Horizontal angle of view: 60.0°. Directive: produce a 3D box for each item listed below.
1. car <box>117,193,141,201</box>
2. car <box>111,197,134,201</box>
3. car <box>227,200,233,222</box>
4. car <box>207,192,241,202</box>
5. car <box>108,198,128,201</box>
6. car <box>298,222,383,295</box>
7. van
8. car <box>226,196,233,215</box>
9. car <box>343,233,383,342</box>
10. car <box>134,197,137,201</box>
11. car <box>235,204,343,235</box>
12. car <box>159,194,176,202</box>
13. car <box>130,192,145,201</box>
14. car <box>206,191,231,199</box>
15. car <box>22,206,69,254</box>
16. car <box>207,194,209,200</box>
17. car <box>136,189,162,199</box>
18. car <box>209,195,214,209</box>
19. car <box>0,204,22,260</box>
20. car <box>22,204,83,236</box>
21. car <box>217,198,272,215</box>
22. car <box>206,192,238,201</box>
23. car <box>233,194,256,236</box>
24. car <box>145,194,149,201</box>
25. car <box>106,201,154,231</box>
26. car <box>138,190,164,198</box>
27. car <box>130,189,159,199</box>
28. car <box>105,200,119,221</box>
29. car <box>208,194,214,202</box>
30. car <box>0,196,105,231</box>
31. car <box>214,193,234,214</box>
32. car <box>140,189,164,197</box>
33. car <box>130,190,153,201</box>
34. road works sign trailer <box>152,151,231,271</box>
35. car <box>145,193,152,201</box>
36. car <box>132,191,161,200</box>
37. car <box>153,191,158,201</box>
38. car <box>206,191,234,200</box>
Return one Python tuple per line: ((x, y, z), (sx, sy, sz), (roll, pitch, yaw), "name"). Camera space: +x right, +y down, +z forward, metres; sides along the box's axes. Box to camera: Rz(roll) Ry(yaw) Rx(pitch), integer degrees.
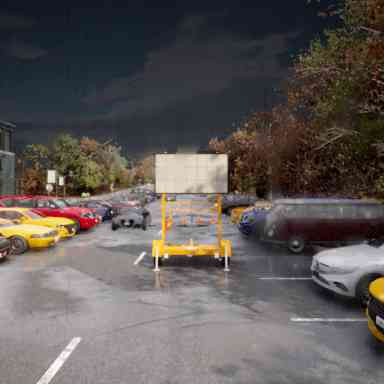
((-8.053, 1.250, 35.045), (4.553, 1.767, 2.185), (0, 1, 0), "car")
((-8.083, 1.442, 29.470), (5.008, 1.535, 2.097), (0, 1, 0), "car")
((5.008, 1.481, 21.290), (5.008, 1.535, 2.097), (0, 0, 0), "car")
((5.156, 0.863, 54.618), (5.366, 1.575, 1.946), (0, 2, 0), "car")
((-8.079, 1.463, 26.681), (5.008, 1.535, 2.097), (0, 0, 0), "car")
((5.034, 1.522, 7.242), (4.674, 1.452, 2.002), (0, 0, 0), "car")
((4.907, 1.256, 12.811), (4.442, 1.987, 1.878), (0, 0, 0), "van")
((5.041, 1.350, 24.075), (4.553, 1.767, 2.185), (0, 0, 0), "car")
((5.040, 1.481, 4.457), (5.008, 1.535, 2.097), (0, 0, 0), "car")
((-8.078, 1.453, 32.260), (4.674, 1.452, 2.002), (0, 0, 0), "car")
((5.202, 1.478, 18.382), (5.366, 1.575, 1.946), (0, 0, 0), "car")
((-3.570, 0.918, 53.556), (2.128, 1.511, 4.902), (0, 2, 0), "car")
((-8.057, 1.205, 37.824), (4.553, 1.767, 2.185), (0, 1, 0), "car")
((4.962, 0.534, 63.112), (4.674, 1.452, 2.002), (0, 3, 0), "car")
((-7.870, 1.479, 12.759), (5.366, 1.575, 1.946), (0, 0, 0), "car")
((4.976, 1.135, 46.385), (5.008, 1.535, 2.097), (0, 2, 0), "car")
((-8.089, 0.378, 62.893), (4.553, 1.767, 2.185), (0, 3, 0), "car")
((4.810, 1.370, 35.235), (5.366, 1.575, 1.946), (0, 1, 0), "car")
((-8.084, 1.356, 10.100), (4.553, 1.767, 2.185), (0, 0, 0), "car")
((-8.065, 1.481, 15.542), (5.008, 1.535, 2.097), (0, 0, 0), "car")
((5.004, 1.411, 32.446), (5.008, 1.535, 2.097), (0, 1, 0), "car")
((5.152, 0.750, 57.411), (5.366, 1.575, 1.946), (0, 2, 0), "car")
((4.992, 1.230, 15.597), (5.566, 2.045, 2.435), (0, 0, 0), "car")
((-8.062, 1.305, 40.614), (4.792, 1.488, 2.163), (0, 1, 0), "car")
((-3.626, 1.524, 20.528), (1.994, 1.385, 4.181), (0, 1, 0), "car")
((-8.094, 0.395, 65.683), (4.792, 1.488, 2.163), (0, 3, 0), "car")
((-8.084, 0.505, 57.321), (5.566, 2.045, 2.435), (0, 2, 0), "car")
((-8.099, 1.505, 23.894), (4.792, 1.488, 2.163), (0, 0, 0), "car")
((4.979, 1.211, 43.468), (4.892, 1.521, 2.231), (0, 2, 0), "car")
((-8.035, 1.230, 18.325), (5.566, 2.045, 2.435), (0, 0, 0), "car")
((5.031, 1.189, 29.655), (5.566, 2.045, 2.435), (0, 1, 0), "car")
((-8.156, 0.256, 68.463), (4.792, 1.488, 2.163), (0, 3, 0), "car")
((-8.130, 1.015, 46.184), (4.553, 1.767, 2.185), (0, 2, 0), "car")
((-0.014, 0.466, 10.894), (2.380, 3.560, 2.880), (0, 0, 0), "road works sign trailer")
((-8.124, 1.241, 43.401), (4.792, 1.488, 2.163), (0, 1, 0), "car")
((-8.122, 0.634, 60.122), (5.008, 1.535, 2.097), (0, 2, 0), "car")
((-8.135, 1.000, 51.768), (4.792, 1.488, 2.163), (0, 2, 0), "car")
((4.992, 0.661, 60.202), (4.792, 1.488, 2.163), (0, 3, 0), "car")
